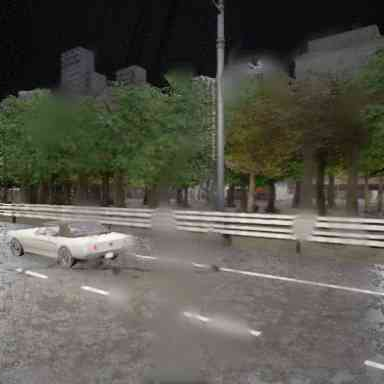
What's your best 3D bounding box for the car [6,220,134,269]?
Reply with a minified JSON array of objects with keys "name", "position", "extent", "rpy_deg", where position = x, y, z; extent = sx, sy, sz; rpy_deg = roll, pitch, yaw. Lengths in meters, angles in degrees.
[{"name":"car","position":[-4.268,1.600,11.218],"extent":[4.718,1.301,1.895],"rpy_deg":[0,0,36]}]
